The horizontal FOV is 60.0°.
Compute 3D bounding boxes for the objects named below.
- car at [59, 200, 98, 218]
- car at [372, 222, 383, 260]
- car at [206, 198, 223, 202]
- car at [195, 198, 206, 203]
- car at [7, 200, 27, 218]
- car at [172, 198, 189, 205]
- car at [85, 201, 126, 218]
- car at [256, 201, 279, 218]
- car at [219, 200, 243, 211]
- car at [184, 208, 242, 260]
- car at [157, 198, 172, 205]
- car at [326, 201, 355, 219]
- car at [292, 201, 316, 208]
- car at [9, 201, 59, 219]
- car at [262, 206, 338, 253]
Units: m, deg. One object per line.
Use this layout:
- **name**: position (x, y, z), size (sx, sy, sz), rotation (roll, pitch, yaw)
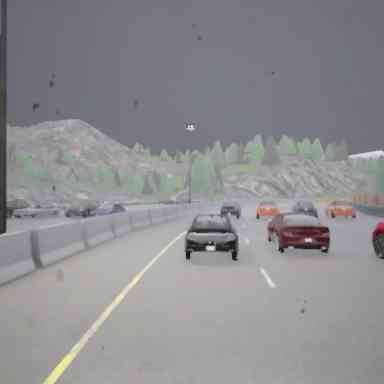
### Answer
- **car**: position (-10.613, 1.573, 32.854), size (2.097, 1.767, 4.553), rotation (0, 0, 12)
- **car**: position (7.524, 1.326, 9.815), size (2.150, 2.045, 5.566), rotation (0, 0, 4)
- **car**: position (5.337, 2.085, 69.859), size (2.128, 1.511, 4.902), rotation (0, 0, 25)
- **car**: position (2.221, 2.083, 71.455), size (1.812, 1.442, 4.674), rotation (0, 0, 25)
- **car**: position (-17.810, 1.546, 32.510), size (2.097, 1.767, 4.553), rotation (0, 0, 11)
- **car**: position (-1.846, 2.051, 71.022), size (1.837, 1.490, 4.892), rotation (0, 0, 23)
- **car**: position (-7.559, 1.738, 30.319), size (1.812, 1.442, 4.674), rotation (0, 0, 11)
- **car**: position (7.488, 1.637, 32.909), size (2.097, 1.767, 4.553), rotation (0, 0, 13)
- **car**: position (3.909, 1.779, 33.025), size (1.837, 1.490, 4.892), rotation (0, -1, 12)
- **car**: position (0.792, 1.597, 13.014), size (2.128, 1.511, 4.902), rotation (0, 0, 5)
- **car**: position (-5.520, 2.081, 71.392), size (2.033, 1.411, 5.357), rotation (0, 0, 23)
- **car**: position (14.776, 1.666, 33.345), size (2.097, 1.767, 4.553), rotation (0, 0, 13)
- **car**: position (11.126, 1.652, 33.128), size (2.097, 1.767, 4.553), rotation (0, 0, 13)
- **car**: position (-14.503, 1.797, 31.377), size (1.895, 1.301, 4.718), rotation (0, 0, 11)
- **car**: position (4.439, 1.608, 14.476), size (1.882, 1.535, 5.008), rotation (0, 0, 6)
